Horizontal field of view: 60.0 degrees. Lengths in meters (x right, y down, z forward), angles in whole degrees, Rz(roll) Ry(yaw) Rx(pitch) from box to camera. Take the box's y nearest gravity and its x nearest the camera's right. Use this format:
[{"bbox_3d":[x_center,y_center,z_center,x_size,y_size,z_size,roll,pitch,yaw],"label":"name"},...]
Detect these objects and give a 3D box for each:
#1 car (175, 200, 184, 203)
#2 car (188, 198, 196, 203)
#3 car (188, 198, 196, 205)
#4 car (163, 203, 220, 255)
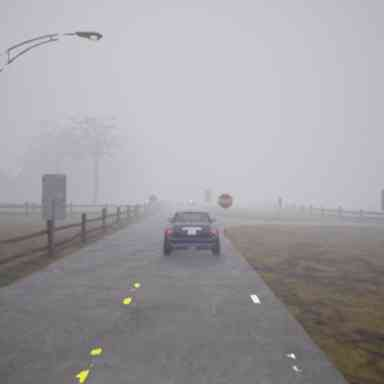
[{"bbox_3d":[-2.793,2.477,73.755,2.033,1.411,5.357,0,-1,0],"label":"car"},{"bbox_3d":[-0.043,2.476,74.628,2.033,1.411,5.357,0,-1,0],"label":"car"},{"bbox_3d":[-0.050,2.360,86.310,2.097,1.767,4.553,0,-1,0],"label":"car"},{"bbox_3d":[-0.006,1.496,14.096,2.097,1.767,4.553,0,-1,0],"label":"car"}]
